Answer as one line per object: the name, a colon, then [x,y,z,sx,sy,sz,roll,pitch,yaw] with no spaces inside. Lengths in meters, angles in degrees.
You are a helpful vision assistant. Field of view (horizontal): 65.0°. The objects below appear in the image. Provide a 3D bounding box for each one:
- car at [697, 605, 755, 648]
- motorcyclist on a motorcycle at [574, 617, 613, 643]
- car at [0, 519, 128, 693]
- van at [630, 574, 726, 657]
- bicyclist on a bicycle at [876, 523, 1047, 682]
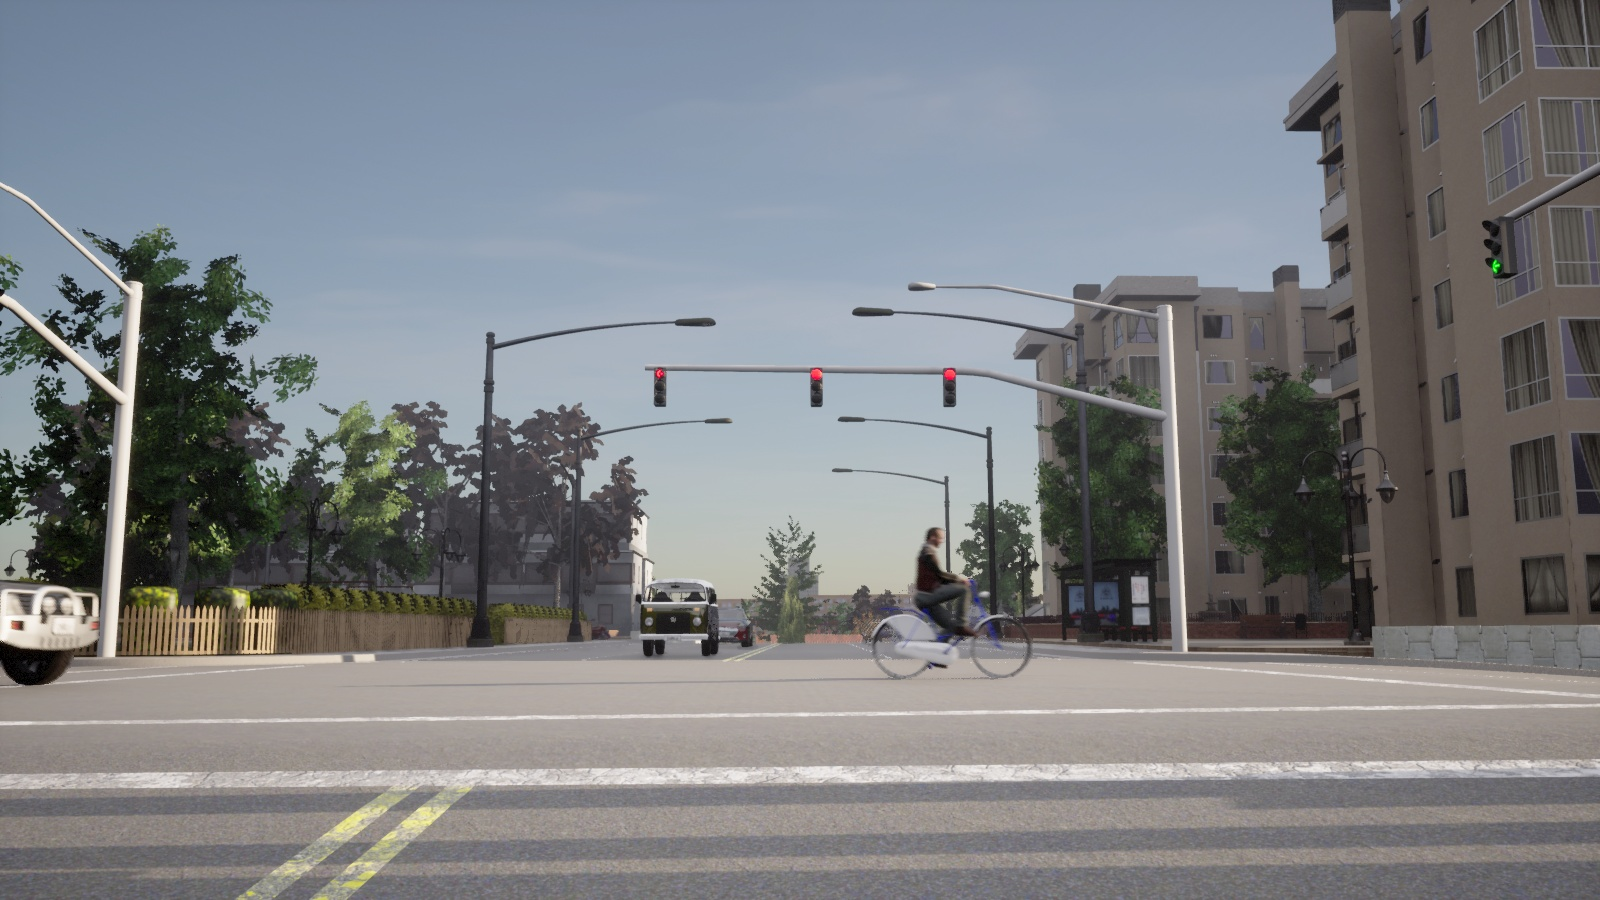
car: [-2.973,7.229,51.370,2.033,1.649,4.856,0,-8,1]
motorcyclist on a motorcycle: [-12.608,10.998,76.621,2.191,1.530,0.866,0,-8,0]
car: [-10.632,1.808,14.485,4.605,1.855,1.932,0,-8,0]
van: [-3.156,4.443,33.520,2.069,2.038,4.480,0,-8,1]
bicyclist on a bicycle: [1.841,1.771,14.539,1.843,1.776,0.659,0,-9,0]
